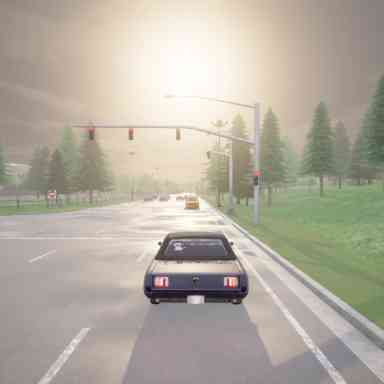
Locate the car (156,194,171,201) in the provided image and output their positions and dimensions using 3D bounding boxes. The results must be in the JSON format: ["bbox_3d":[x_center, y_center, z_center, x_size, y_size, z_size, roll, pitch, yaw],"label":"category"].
[{"bbox_3d":[-6.893,1.531,80.354,2.033,1.411,5.357,0,0,0],"label":"car"}]

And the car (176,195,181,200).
[{"bbox_3d":[-3.378,1.553,91.183,1.994,1.385,4.181,0,0,0],"label":"car"}]

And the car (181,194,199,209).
[{"bbox_3d":[-0.081,1.091,46.210,1.882,1.535,5.008,-3,16,-4],"label":"car"}]

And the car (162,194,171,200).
[{"bbox_3d":[-6.879,1.372,90.774,2.033,1.411,5.357,0,0,0],"label":"car"}]

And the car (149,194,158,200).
[{"bbox_3d":[-10.379,1.332,90.779,1.837,1.490,4.892,0,0,0],"label":"car"}]

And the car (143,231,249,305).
[{"bbox_3d":[0.090,1.601,8.057,1.895,1.301,4.718,0,0,0],"label":"car"}]

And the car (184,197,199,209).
[{"bbox_3d":[-0.015,1.576,49.725,2.033,1.411,5.357,-1,1,1],"label":"car"}]

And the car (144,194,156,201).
[{"bbox_3d":[-10.393,1.531,80.359,2.033,1.411,5.357,0,0,0],"label":"car"}]
